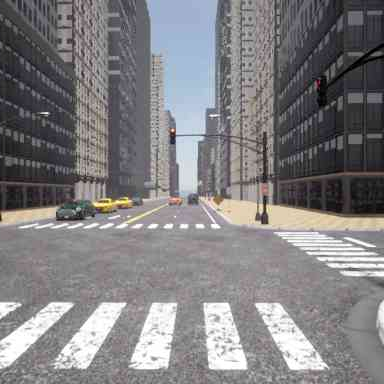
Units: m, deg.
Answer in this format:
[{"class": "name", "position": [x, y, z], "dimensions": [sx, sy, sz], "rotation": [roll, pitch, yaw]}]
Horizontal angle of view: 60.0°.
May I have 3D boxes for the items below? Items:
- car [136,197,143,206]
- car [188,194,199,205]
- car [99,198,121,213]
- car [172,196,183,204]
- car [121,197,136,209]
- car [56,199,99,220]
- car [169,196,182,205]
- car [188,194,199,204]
[{"class": "car", "position": [-9.655, 1.634, 57.713], "dimensions": [2.033, 1.411, 5.357], "rotation": [0, 0, 1]}, {"class": "car", "position": [0.257, 1.600, 60.118], "dimensions": [1.837, 1.490, 4.892], "rotation": [0, 0, 0]}, {"class": "car", "position": [-9.754, 1.512, 37.383], "dimensions": [1.882, 1.535, 5.008], "rotation": [0, 0, 0]}, {"class": "car", "position": [-2.996, 1.627, 70.094], "dimensions": [2.128, 1.511, 4.902], "rotation": [0, 0, 0]}, {"class": "car", "position": [-9.724, 1.534, 47.066], "dimensions": [1.882, 1.535, 5.008], "rotation": [0, 0, 0]}, {"class": "car", "position": [-9.776, 1.371, 28.196], "dimensions": [2.097, 1.767, 4.553], "rotation": [0, 0, 0]}, {"class": "car", "position": [-2.993, 1.446, 59.905], "dimensions": [2.097, 1.767, 4.553], "rotation": [0, 0, 0]}, {"class": "car", "position": [0.256, 1.354, 70.326], "dimensions": [2.150, 2.045, 5.566], "rotation": [0, 0, 0]}]
